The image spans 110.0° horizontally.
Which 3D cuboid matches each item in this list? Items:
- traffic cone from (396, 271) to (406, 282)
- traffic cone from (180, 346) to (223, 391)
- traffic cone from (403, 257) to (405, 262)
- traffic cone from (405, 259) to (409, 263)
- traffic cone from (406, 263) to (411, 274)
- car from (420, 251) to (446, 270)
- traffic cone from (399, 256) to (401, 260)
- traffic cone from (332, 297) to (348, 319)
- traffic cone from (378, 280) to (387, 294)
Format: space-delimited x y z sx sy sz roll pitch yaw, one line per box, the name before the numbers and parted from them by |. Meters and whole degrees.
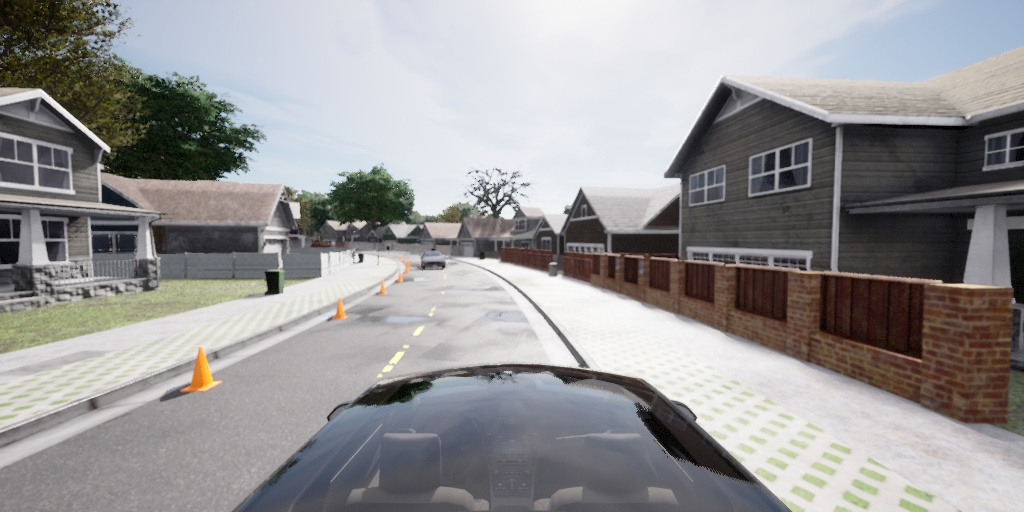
traffic cone | -6.168 1.106 19.740 0.340 0.580 0.340 0 0 -11
traffic cone | -4.496 1.603 5.203 0.340 0.580 0.340 0 0 -3
traffic cone | -9.857 0.556 33.897 0.340 0.580 0.340 0 0 -19
traffic cone | -8.407 0.741 29.237 0.340 0.580 0.340 0 0 -16
traffic cone | -7.177 0.927 24.515 0.340 0.580 0.340 0 0 -13
car | -6.619 0.299 29.942 2.033 1.411 5.357 -1 2 -16
traffic cone | -13.405 0.196 42.989 0.340 0.580 0.340 0 0 -24
traffic cone | -4.826 1.445 10.073 0.340 0.580 0.340 0 0 -5
traffic cone | -5.383 1.279 14.923 0.340 0.580 0.340 0 0 -8
